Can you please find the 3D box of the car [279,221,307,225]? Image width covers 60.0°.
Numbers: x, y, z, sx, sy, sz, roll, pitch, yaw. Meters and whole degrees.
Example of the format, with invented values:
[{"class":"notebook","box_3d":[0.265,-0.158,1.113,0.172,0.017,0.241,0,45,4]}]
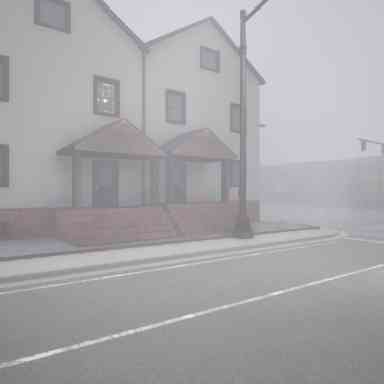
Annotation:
[{"class":"car","box_3d":[8.588,3.480,31.355,2.128,1.511,4.902,-1,-12,-36]}]
